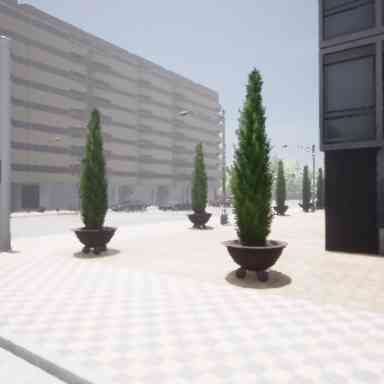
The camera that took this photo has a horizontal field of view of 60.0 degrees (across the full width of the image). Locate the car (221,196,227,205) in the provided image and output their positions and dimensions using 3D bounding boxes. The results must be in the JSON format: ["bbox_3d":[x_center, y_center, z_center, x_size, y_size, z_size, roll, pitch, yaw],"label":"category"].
[{"bbox_3d":[7.303,0.933,52.908,2.150,2.045,5.566,0,0,36],"label":"car"}]

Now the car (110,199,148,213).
[{"bbox_3d":[-7.318,1.619,38.938,1.837,1.490,4.892,0,0,36],"label":"car"}]

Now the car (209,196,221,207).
[{"bbox_3d":[4.512,1.486,55.015,2.097,1.767,4.553,0,0,36],"label":"car"}]

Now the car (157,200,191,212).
[{"bbox_3d":[-1.824,1.641,40.534,2.033,1.411,5.357,0,0,36],"label":"car"}]
